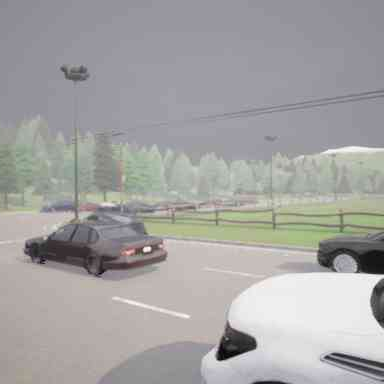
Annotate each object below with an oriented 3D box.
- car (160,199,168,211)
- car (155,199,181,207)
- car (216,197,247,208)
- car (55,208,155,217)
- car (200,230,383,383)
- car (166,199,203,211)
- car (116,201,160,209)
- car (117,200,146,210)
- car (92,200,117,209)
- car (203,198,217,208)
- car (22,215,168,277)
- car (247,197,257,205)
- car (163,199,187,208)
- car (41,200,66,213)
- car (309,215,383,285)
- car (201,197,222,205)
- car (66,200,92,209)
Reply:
[{"bbox_3d":[-4.056,1.957,47.318,1.994,1.385,4.181,-1,-1,37],"label":"car"},{"bbox_3d":[-4.573,2.072,64.132,2.033,1.411,5.357,-1,-1,37],"label":"car"},{"bbox_3d":[6.755,1.843,55.973,2.128,1.511,4.902,-1,-1,37],"label":"car"},{"bbox_3d":[-4.143,1.682,15.606,4.674,1.442,1.812,-1,0,36],"label":"car"},{"bbox_3d":[2.728,1.211,2.021,5.566,2.045,2.150,0,0,36],"label":"car"},{"bbox_3d":[-0.976,1.951,45.592,1.895,1.301,4.718,-1,-1,37],"label":"car"},{"bbox_3d":[-6.192,1.913,38.554,1.994,1.385,4.181,-1,-1,36],"label":"car"},{"bbox_3d":[-9.354,2.045,51.922,1.994,1.385,4.181,-1,-1,37],"label":"car"},{"bbox_3d":[-9.302,1.993,40.229,1.895,1.301,4.718,-1,-1,34],"label":"car"},{"bbox_3d":[2.779,1.995,56.497,1.895,1.301,4.718,-1,-1,37],"label":"car"},{"bbox_3d":[-3.263,1.659,10.652,5.357,1.411,2.033,-1,-1,36],"label":"car"},{"bbox_3d":[11.492,1.745,68.073,2.097,1.767,4.553,-1,-1,37],"label":"car"},{"bbox_3d":[-3.084,2.007,60.326,1.812,1.442,4.674,-1,0,37],"label":"car"},{"bbox_3d":[-18.280,1.875,45.714,2.097,1.767,4.553,-1,-1,36],"label":"car"},{"bbox_3d":[5.809,1.481,8.436,5.008,1.535,1.882,-1,0,36],"label":"car"},{"bbox_3d":[4.118,1.957,69.883,1.882,1.535,5.008,-1,-1,37],"label":"car"},{"bbox_3d":[-14.357,2.044,45.174,1.994,1.385,4.181,-1,-1,37],"label":"car"}]
